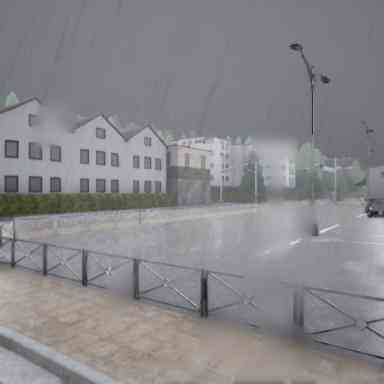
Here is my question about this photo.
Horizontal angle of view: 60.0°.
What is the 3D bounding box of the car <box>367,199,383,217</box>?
[{"bbox_3d":[15.439,1.298,26.800,2.007,1.523,4.514,0,0,35],"label":"car"}]
